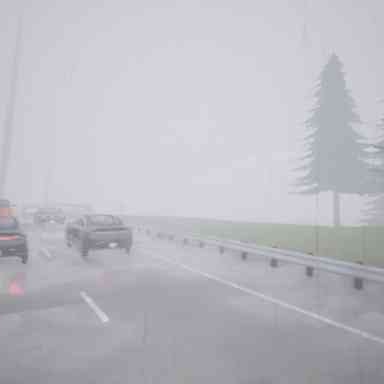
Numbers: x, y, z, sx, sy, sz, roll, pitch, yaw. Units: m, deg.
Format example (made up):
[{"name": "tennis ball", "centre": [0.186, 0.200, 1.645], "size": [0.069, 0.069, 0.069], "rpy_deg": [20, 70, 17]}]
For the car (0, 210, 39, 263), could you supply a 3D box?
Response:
[{"name": "car", "centre": [-6.950, 1.608, 11.872], "size": [2.128, 1.511, 4.902], "rpy_deg": [1, -1, -30]}]

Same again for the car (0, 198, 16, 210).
[{"name": "car", "centre": [-13.890, 1.446, 23.670], "size": [2.150, 2.045, 5.566], "rpy_deg": [1, -1, -28]}]

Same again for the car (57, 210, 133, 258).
[{"name": "car", "centre": [-3.928, 1.650, 13.637], "size": [2.128, 1.511, 4.902], "rpy_deg": [1, -1, -30]}]

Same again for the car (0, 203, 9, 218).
[{"name": "car", "centre": [-20.417, 1.876, 34.772], "size": [2.033, 1.411, 5.357], "rpy_deg": [1, -1, -30]}]

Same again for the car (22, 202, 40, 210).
[{"name": "car", "centre": [-17.995, 1.861, 37.582], "size": [1.882, 1.535, 5.008], "rpy_deg": [1, -1, -30]}]

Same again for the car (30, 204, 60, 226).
[{"name": "car", "centre": [-11.212, 1.876, 26.045], "size": [1.895, 1.301, 4.718], "rpy_deg": [1, -1, -30]}]
